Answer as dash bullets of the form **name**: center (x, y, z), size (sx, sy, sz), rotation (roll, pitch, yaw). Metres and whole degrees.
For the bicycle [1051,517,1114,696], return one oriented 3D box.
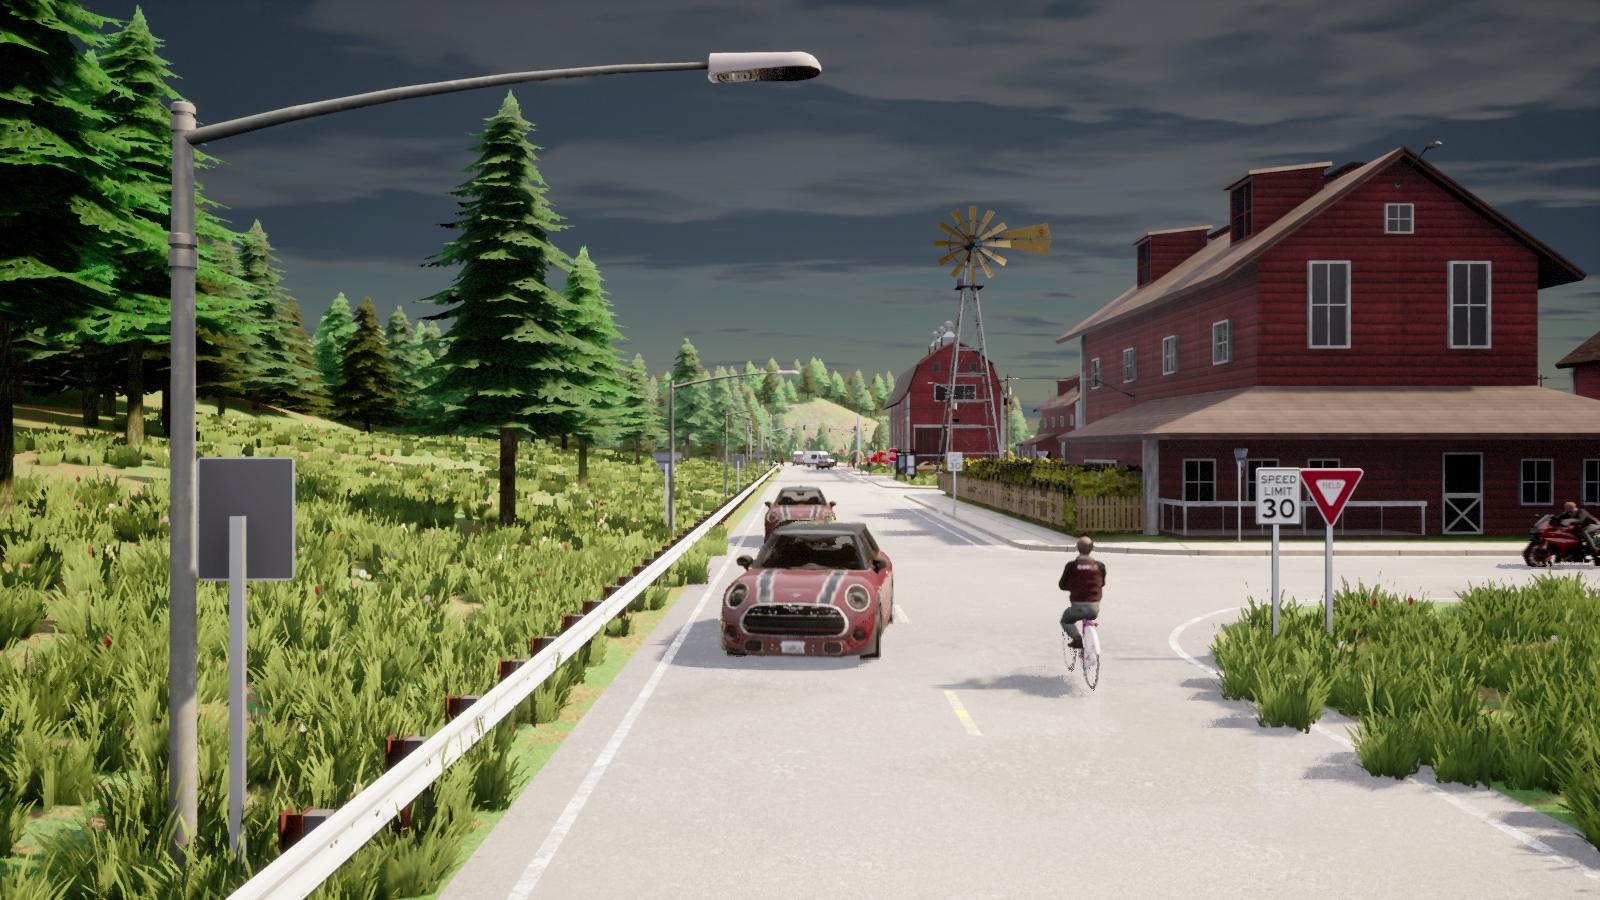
- **bicycle**: center (3.409, 1.836, 13.893), size (0.329, 1.919, 1.835), rotation (0, 0, 1)

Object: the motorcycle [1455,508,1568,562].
- **motorcycle**: center (17.371, 2.065, 27.928), size (2.209, 1.251, 0.867), rotation (0, 0, 0)

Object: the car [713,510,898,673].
- **car**: center (0.252, 1.900, 16.714), size (2.097, 1.767, 4.553), rotation (0, 0, 8)

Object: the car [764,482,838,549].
- **car**: center (0.048, 1.906, 34.603), size (2.097, 1.767, 4.553), rotation (0, 0, 0)
